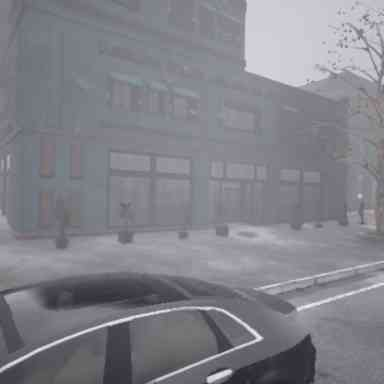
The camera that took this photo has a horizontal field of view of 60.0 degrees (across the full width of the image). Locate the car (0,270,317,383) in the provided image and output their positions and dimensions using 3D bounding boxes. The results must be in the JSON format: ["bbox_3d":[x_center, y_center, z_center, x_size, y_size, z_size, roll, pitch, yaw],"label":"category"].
[{"bbox_3d":[-1.060,1.507,2.499,4.892,1.490,1.837,1,-1,-35],"label":"car"}]
